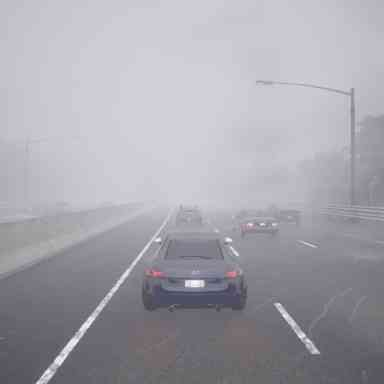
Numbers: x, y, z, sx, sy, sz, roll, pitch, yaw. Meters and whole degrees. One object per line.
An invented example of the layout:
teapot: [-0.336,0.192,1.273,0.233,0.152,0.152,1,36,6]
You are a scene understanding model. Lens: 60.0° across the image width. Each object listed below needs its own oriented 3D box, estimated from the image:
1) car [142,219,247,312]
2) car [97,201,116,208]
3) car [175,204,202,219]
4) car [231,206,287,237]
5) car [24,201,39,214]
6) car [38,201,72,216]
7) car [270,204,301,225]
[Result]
car: [0.032,1.574,7.804,1.994,1.385,4.181,0,0,0]
car: [-11.641,1.942,45.717,2.033,1.411,5.357,0,-1,-2]
car: [-0.256,1.647,24.612,2.128,1.511,4.902,0,-1,-1]
car: [3.376,1.637,18.568,2.033,1.411,5.357,0,-1,-1]
car: [-18.440,1.821,40.117,2.128,1.511,4.902,0,-1,-2]
car: [-14.826,1.797,36.906,1.837,1.490,4.892,0,-1,-2]
car: [6.722,1.641,25.555,1.882,1.535,5.008,0,-1,-2]
